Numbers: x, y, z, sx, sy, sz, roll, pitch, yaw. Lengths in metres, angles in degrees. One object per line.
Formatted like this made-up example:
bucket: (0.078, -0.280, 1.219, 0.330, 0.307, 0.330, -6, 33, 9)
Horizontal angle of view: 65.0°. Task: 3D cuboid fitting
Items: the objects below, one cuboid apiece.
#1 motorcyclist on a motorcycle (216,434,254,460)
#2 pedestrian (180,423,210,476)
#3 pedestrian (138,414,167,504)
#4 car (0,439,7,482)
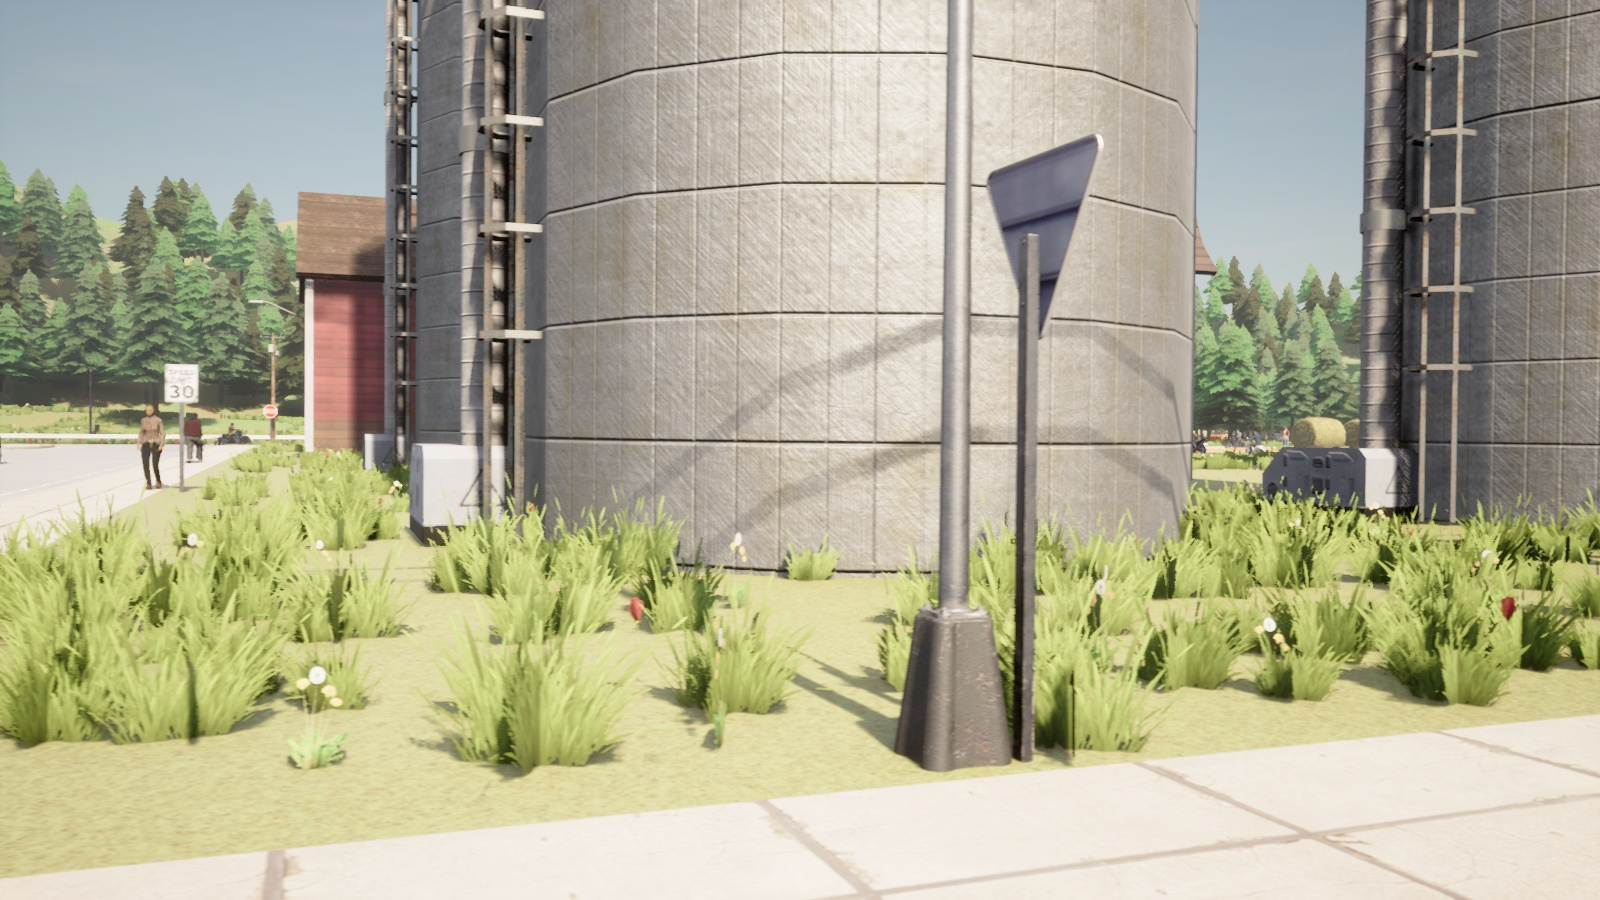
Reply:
motorcyclist on a motorcycle: (-37.832, -0.200, 84.072, 0.766, 1.649, 2.350, 2, 2, 29)
pedestrian: (-21.124, -0.024, 43.851, 0.634, 1.844, 0.899, -1, 1, -4)
pedestrian: (-13.391, 0.181, 25.968, 0.331, 1.846, 0.634, -1, 1, -11)
car: (-29.287, 0.405, 43.772, 1.882, 1.535, 5.008, -1, 1, -22)
